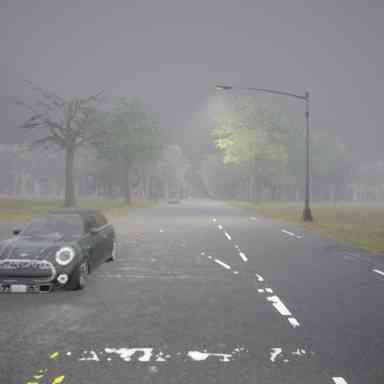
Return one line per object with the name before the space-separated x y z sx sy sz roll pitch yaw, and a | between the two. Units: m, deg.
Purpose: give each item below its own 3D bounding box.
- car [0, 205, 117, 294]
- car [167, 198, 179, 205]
car | -3.472 1.311 8.924 2.097 1.767 4.553 1 1 0
car | -3.414 1.725 61.398 1.994 1.385 4.181 0 0 0
